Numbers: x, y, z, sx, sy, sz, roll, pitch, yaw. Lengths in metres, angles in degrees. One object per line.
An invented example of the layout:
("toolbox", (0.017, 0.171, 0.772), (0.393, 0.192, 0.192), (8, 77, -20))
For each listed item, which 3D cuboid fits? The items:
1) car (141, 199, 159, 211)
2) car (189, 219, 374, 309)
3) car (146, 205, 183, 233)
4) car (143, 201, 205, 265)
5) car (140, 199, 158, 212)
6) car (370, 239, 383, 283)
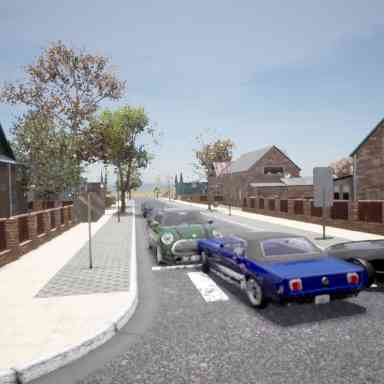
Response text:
("car", (-3.800, 1.554, 32.249), (1.882, 1.535, 5.008), (-2, 0, -10))
("car", (1.617, 1.589, 7.966), (1.895, 1.301, 4.718), (-1, 1, -18))
("car", (-1.890, 1.616, 21.326), (1.994, 1.385, 4.181), (-2, 0, -10))
("car", (-0.383, 1.392, 12.064), (2.097, 1.767, 4.553), (-2, 0, -13))
("car", (-5.536, 1.645, 42.379), (2.033, 1.411, 5.357), (-2, 0, -10))
("car", (5.558, 1.434, 7.069), (5.357, 1.411, 2.033), (-1, 0, 41))
